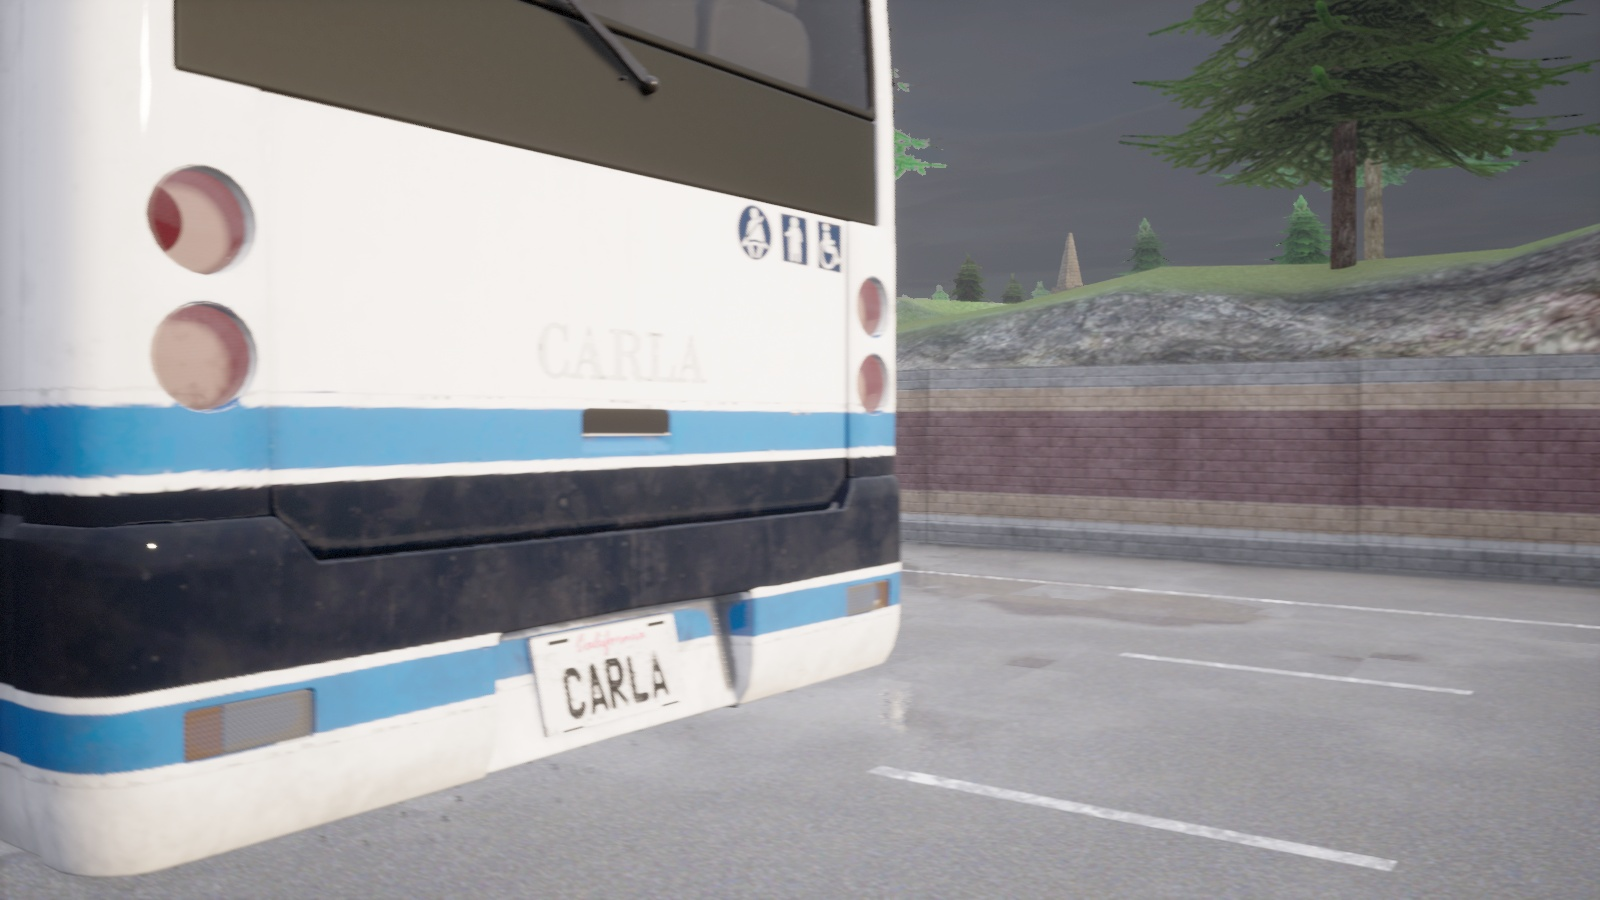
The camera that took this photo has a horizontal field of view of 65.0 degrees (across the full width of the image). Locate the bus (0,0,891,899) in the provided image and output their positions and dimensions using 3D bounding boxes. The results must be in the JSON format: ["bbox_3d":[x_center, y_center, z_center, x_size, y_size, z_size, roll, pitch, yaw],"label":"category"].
[{"bbox_3d":[-4.917,-0.698,7.132,10.273,4.253,3.944,0,2,37],"label":"bus"}]
